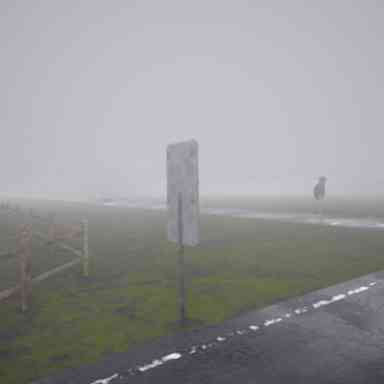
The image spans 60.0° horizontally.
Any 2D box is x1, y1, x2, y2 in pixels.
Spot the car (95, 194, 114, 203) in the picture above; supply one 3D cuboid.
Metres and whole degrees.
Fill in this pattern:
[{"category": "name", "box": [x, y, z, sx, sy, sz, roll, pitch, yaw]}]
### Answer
[{"category": "car", "box": [-14.009, 1.054, 53.309, 1.994, 1.385, 4.181, -1, 1, -35]}]
